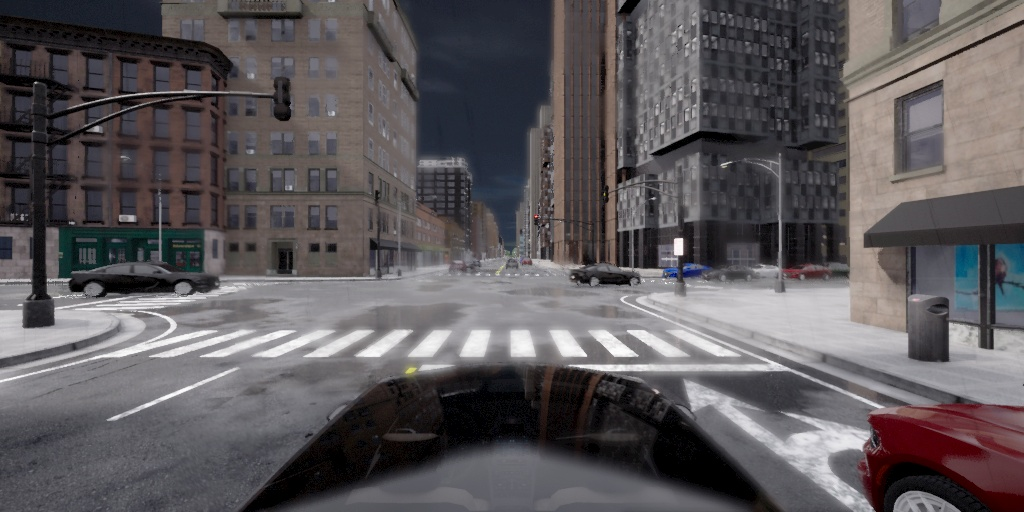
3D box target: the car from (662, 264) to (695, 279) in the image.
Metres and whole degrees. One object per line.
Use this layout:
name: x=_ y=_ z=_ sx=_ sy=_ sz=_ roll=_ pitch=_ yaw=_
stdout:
car: x=17.027 y=1.487 z=34.776 sx=5.008 sy=1.535 sz=1.882 roll=1 pitch=0 yaw=-16

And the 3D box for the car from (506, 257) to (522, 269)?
car: x=-0.002 y=1.252 z=56.109 sx=2.128 sy=1.511 sz=4.902 roll=0 pitch=0 yaw=0

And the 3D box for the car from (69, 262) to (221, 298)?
car: x=-16.387 y=1.030 z=16.295 sx=5.008 sy=1.535 sz=1.882 roll=1 pitch=0 yaw=-17

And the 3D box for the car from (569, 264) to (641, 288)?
car: x=6.285 y=1.286 z=24.133 sx=5.008 sy=1.535 sz=1.882 roll=1 pitch=-1 yaw=-20

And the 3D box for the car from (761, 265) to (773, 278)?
car: x=26.009 y=1.640 z=37.346 sx=4.674 sy=1.442 sz=1.812 roll=1 pitch=0 yaw=-15

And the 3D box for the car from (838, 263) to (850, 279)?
car: x=35.018 y=1.572 z=39.628 sx=4.553 sy=1.767 sz=2.097 roll=1 pitch=0 yaw=-13

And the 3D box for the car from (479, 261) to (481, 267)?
car: x=-6.673 y=1.326 z=64.632 sx=1.994 sy=1.385 sz=4.181 roll=0 pitch=0 yaw=0

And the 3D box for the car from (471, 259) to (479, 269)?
car: x=-6.683 y=1.252 z=54.670 sx=2.128 sy=1.511 sz=4.902 roll=0 pitch=0 yaw=0

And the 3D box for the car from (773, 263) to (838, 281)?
car: x=28.330 y=1.594 z=34.605 sx=5.008 sy=1.535 sz=1.882 roll=1 pitch=0 yaw=-15

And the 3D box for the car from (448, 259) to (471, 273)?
car: x=-6.672 y=1.284 z=44.709 sx=1.812 sy=1.442 sz=4.674 roll=0 pitch=0 yaw=0

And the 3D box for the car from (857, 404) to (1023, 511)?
car: x=3.353 y=1.228 z=0.406 sx=1.882 sy=1.535 sz=5.008 roll=0 pitch=0 yaw=0

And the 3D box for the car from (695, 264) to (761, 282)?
car: x=19.279 y=1.515 z=32.033 sx=4.892 sy=1.490 sz=1.837 roll=1 pitch=0 yaw=-17
